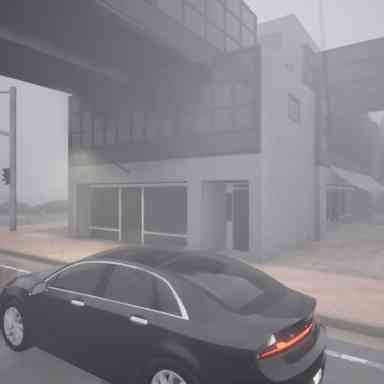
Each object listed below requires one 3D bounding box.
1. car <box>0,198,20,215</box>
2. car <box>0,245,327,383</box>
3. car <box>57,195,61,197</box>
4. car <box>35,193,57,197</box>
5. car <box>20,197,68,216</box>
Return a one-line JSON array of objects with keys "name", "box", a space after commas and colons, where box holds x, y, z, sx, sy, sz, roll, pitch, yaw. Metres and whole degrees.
[{"name": "car", "box": [-18.344, 1.564, 33.145, 1.994, 1.385, 4.181, 0, 0, 36]}, {"name": "car", "box": [-0.788, 1.505, 4.555, 4.892, 1.490, 1.837, 0, 0, 36]}, {"name": "car", "box": [-29.471, 1.363, 72.196, 3.905, 1.438, 1.784, 0, 0, 35]}, {"name": "car", "box": [-31.200, 1.153, 69.870, 4.605, 1.855, 1.932, 0, 0, 35]}, {"name": "car", "box": [-13.966, 1.505, 33.197, 1.837, 1.490, 4.892, 0, 0, 36]}]
